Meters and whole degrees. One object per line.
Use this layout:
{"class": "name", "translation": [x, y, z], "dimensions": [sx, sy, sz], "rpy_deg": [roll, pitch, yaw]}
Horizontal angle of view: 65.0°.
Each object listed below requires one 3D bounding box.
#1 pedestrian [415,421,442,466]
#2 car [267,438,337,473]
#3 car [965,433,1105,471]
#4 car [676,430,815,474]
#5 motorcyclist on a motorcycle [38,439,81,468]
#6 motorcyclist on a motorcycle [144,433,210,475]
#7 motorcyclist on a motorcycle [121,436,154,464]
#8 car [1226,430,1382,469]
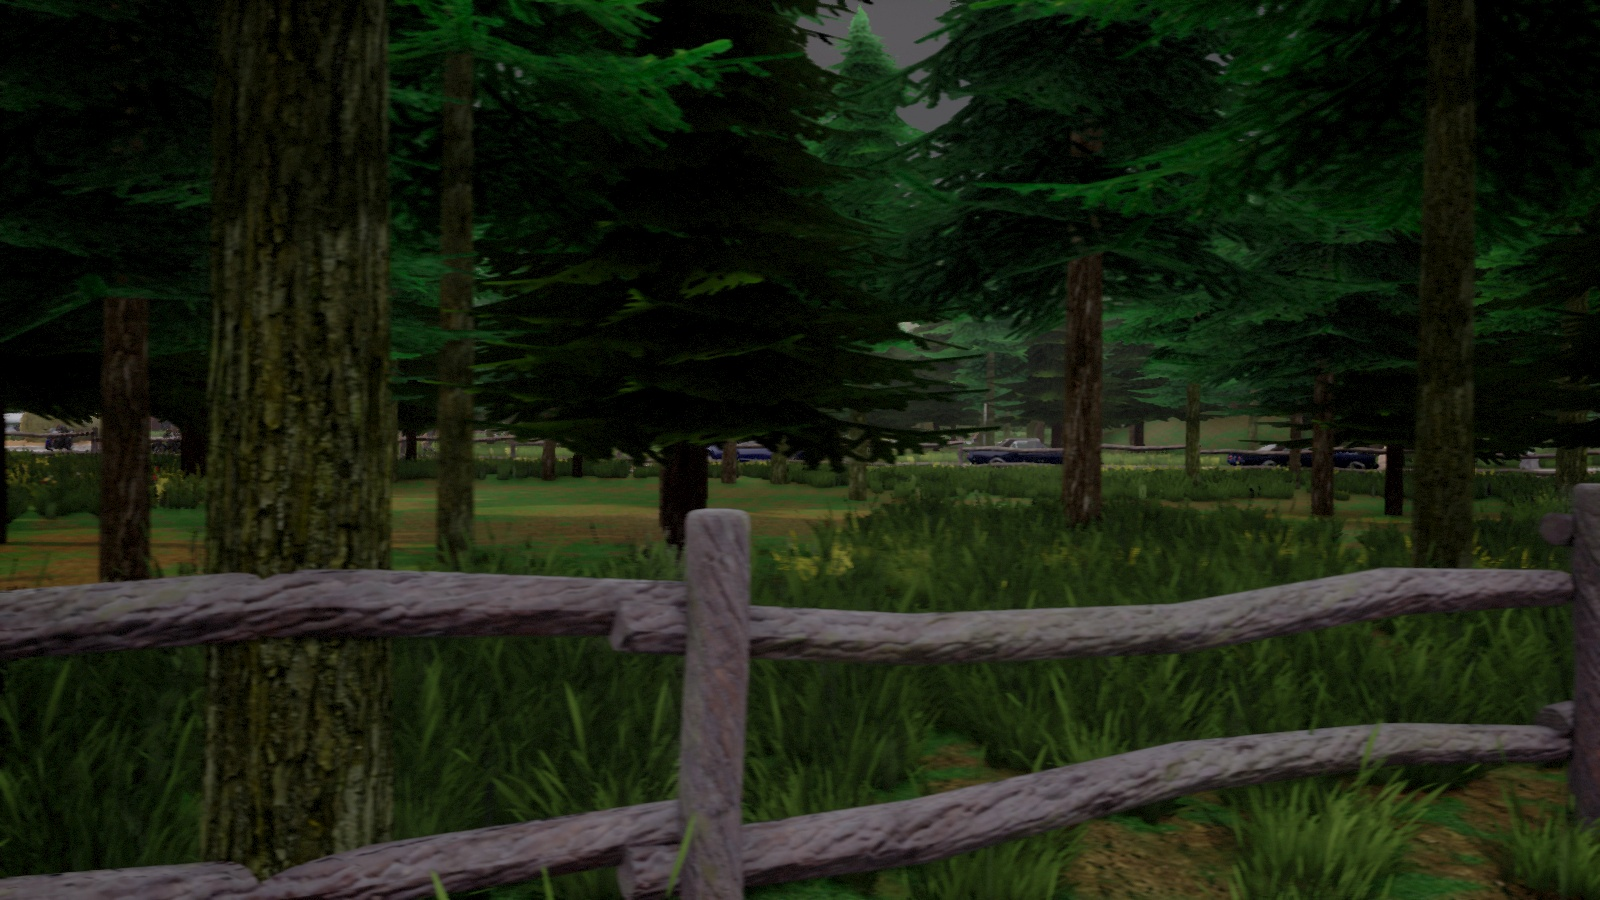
{"class": "pedestrian", "translation": [-16.179, -0.286, 54.710], "dimensions": [0.873, 1.952, 0.659], "rpy_deg": [0, 1, 14]}
{"class": "car", "translation": [-20.107, 0.215, 50.753], "dimensions": [2.207, 1.376, 1.481], "rpy_deg": [0, 1, 6]}
{"class": "car", "translation": [8.308, 0.059, 44.667], "dimensions": [4.718, 1.301, 1.895], "rpy_deg": [-1, 1, 5]}
{"class": "car", "translation": [-1.919, 0.055, 45.565], "dimensions": [4.792, 1.488, 2.163], "rpy_deg": [-1, 1, 5]}
{"class": "motorcyclist on a motorcycle", "translation": [-39.532, 0.177, 67.069], "dimensions": [0.866, 1.530, 2.191], "rpy_deg": [-1, 1, 4]}
{"class": "motorcyclist on a motorcycle", "translation": [-25.482, 0.159, 51.363], "dimensions": [2.350, 1.649, 0.766], "rpy_deg": [-1, 1, 7]}
{"class": "motorcyclist on a motorcycle", "translation": [-39.065, -0.022, 74.048], "dimensions": [0.866, 1.590, 1.817], "rpy_deg": [-1, 1, 4]}
{"class": "car", "translation": [17.540, -0.028, 43.865], "dimensions": [4.718, 1.301, 1.895], "rpy_deg": [-1, 1, 5]}
